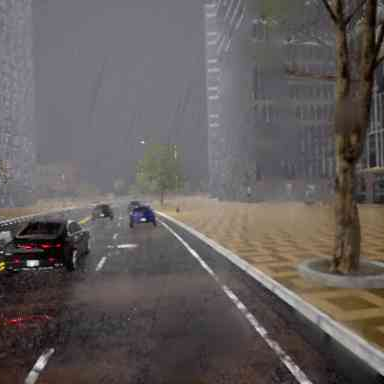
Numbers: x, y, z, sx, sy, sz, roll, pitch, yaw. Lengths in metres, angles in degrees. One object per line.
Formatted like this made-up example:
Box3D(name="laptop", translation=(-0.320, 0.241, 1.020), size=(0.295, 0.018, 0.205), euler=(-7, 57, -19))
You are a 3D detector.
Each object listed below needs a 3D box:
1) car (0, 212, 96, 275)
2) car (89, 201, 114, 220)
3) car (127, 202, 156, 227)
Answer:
Box3D(name="car", translation=(-4.657, 1.681, 11.315), size=(1.837, 1.490, 4.892), euler=(-2, 0, -9))
Box3D(name="car", translation=(-8.380, 1.880, 31.467), size=(1.812, 1.442, 4.674), euler=(-2, 0, -12))
Box3D(name="car", translation=(-3.738, 1.714, 24.831), size=(1.812, 1.442, 4.674), euler=(-2, 0, -11))
